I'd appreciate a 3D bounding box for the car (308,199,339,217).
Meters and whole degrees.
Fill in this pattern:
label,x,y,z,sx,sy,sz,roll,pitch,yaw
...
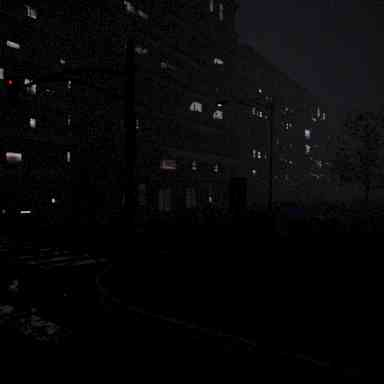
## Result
label,x,y,z,sx,sy,sz,roll,pitch,yaw
car,14.258,1.835,36.501,1.967,1.590,4.097,1,0,36

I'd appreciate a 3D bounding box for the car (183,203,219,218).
label,x,y,z,sx,sy,sz,roll,pitch,yaw
car,0.945,1.708,32.587,1.887,1.381,4.507,1,0,36

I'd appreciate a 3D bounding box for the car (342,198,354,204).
label,x,y,z,sx,sy,sz,roll,pitch,yaw
car,40.309,2.217,85.849,1.752,1.417,4.829,1,0,36

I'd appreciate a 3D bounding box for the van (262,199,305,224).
label,x,y,z,sx,sy,sz,roll,pitch,yaw
van,7.681,1.646,27.600,1.690,1.788,3.998,1,0,36

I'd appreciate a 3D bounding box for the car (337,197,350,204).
label,x,y,z,sx,sy,sz,roll,pitch,yaw
car,37.122,2.090,81.537,1.967,1.590,4.097,1,0,36

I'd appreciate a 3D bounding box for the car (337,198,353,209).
label,x,y,z,sx,sy,sz,roll,pitch,yaw
car,24.116,2.062,54.210,2.033,1.411,5.357,1,0,37

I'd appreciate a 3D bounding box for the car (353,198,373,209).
label,x,y,z,sx,sy,sz,roll,pitch,yaw
car,27.414,1.889,54.300,2.192,1.841,5.009,1,0,36

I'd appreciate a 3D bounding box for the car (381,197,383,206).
label,x,y,z,sx,sy,sz,roll,pitch,yaw
car,37.277,2.250,67.649,1.887,1.381,4.507,1,0,36

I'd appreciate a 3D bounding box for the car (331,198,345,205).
label,x,y,z,sx,sy,sz,roll,pitch,yaw
car,33.832,2.173,77.086,1.947,1.339,4.313,1,0,36

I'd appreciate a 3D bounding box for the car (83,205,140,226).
label,x,y,z,sx,sy,sz,roll,pitch,yaw
car,-5.633,1.623,23.687,2.008,1.369,4.403,1,0,36

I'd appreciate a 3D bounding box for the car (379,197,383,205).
label,x,y,z,sx,sy,sz,roll,pitch,yaw
car,47.147,2.148,81.000,2.192,1.841,5.009,1,0,36

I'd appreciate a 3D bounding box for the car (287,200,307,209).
label,x,y,z,sx,sy,sz,roll,pitch,yaw
car,17.388,1.971,54.837,1.802,1.307,4.206,1,0,36

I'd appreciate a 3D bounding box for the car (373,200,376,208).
label,x,y,z,sx,sy,sz,roll,pitch,yaw
car,30.699,2.200,58.749,1.802,1.307,4.206,1,0,36

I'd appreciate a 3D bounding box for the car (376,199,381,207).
label,x,y,z,sx,sy,sz,roll,pitch,yaw
car,33.989,2.102,63.200,1.967,1.590,4.097,1,0,36

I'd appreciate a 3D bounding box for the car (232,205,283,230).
label,x,y,z,sx,sy,sz,roll,pitch,yaw
car,4.390,1.825,23.150,1.947,1.339,4.313,1,0,36

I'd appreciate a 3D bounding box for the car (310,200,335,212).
label,x,y,z,sx,sy,sz,roll,pitch,yaw
car,18.139,1.911,46.098,1.882,1.535,5.008,1,0,36

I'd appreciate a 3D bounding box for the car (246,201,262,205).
label,x,y,z,sx,sy,sz,roll,pitch,yaw
car,7.522,1.836,41.487,1.802,1.307,4.206,1,0,36

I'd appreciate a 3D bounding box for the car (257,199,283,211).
label,x,y,z,sx,sy,sz,roll,pitch,yaw
car,10.812,1.740,45.937,1.967,1.590,4.097,1,0,36
